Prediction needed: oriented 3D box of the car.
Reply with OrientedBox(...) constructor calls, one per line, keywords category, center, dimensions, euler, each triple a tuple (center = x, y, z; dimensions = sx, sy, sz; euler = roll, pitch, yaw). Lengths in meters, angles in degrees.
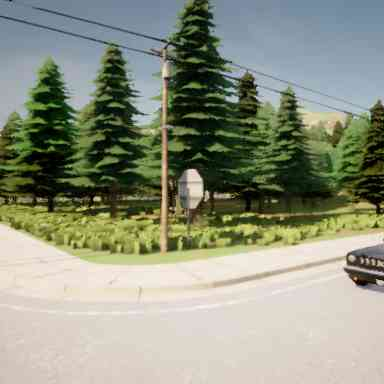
OrientedBox(category="car", center=(5.741, 1.567, 8.126), dimensions=(4.718, 1.301, 1.895), euler=(0, 0, -36))
